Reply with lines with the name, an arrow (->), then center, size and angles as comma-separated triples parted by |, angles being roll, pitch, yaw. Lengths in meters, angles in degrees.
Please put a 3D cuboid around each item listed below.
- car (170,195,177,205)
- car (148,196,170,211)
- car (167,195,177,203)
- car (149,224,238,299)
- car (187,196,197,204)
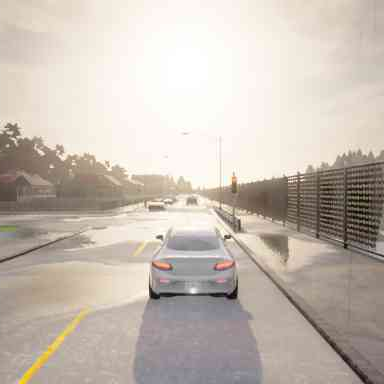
car -> -4.213, 1.547, 57.279 | 2.033, 1.411, 5.357 | 0, 0, 0
car -> -4.189, 1.547, 40.892 | 2.033, 1.411, 5.357 | 0, 0, 0
car -> -4.156, 1.478, 70.779 | 1.882, 1.535, 5.008 | 0, 0, 0
car -> 0.036, 1.526, 8.307 | 1.812, 1.442, 4.674 | 0, 0, 0
car -> -0.040, 1.477, 63.739 | 1.882, 1.535, 5.008 | 0, 0, 0
